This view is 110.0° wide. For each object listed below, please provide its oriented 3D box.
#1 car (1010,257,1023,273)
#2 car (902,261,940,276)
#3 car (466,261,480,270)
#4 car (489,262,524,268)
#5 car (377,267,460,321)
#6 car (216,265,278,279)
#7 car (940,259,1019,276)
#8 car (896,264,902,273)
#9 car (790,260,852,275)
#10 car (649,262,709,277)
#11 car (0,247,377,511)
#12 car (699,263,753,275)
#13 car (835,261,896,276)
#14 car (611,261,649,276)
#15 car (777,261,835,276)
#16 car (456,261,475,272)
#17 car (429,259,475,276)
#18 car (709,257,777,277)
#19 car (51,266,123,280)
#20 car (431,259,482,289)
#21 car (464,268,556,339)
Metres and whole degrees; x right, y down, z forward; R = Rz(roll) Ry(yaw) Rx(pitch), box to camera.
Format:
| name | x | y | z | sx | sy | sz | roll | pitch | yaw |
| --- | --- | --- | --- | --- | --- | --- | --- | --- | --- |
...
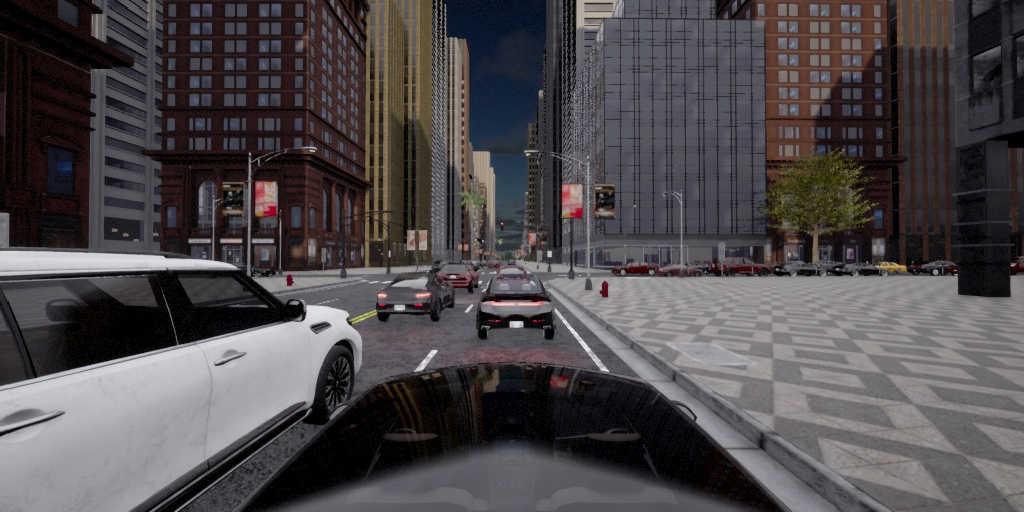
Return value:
| name | x | y | z | sx | sy | sz | roll | pitch | yaw |
| --- | --- | --- | --- | --- | --- | --- | --- | --- | --- |
| car | 49.119 | 0.973 | 33.487 | 5.009 | 1.841 | 2.192 | 0 | 0 | -1 |
| car | 42.828 | 1.206 | 36.010 | 4.892 | 1.490 | 1.837 | 0 | -1 | -1 |
| car | -6.623 | 1.561 | 61.287 | 1.812 | 1.442 | 4.674 | 0 | 0 | 0 |
| car | -0.014 | 1.260 | 19.567 | 1.882 | 1.535 | 5.008 | 0 | 0 | 0 |
| car | -3.158 | 1.288 | 12.376 | 1.812 | 1.442 | 4.674 | 0 | 0 | 0 |
| car | -25.731 | 1.542 | 34.932 | 4.718 | 1.301 | 1.895 | 0 | -1 | 0 |
| car | 43.480 | 1.214 | 33.395 | 4.507 | 1.381 | 1.888 | 0 | 0 | -1 |
| car | 43.177 | 1.296 | 41.915 | 4.829 | 1.417 | 1.751 | 0 | 0 | -1 |
| car | 33.566 | 1.251 | 38.998 | 4.902 | 1.511 | 2.128 | 0 | -1 | -1 |
| car | 15.292 | 1.328 | 32.935 | 4.207 | 1.307 | 1.802 | 0 | 0 | -1 |
| car | -3.155 | 0.972 | 2.597 | 2.150 | 2.045 | 5.566 | 0 | 0 | 0 |
| car | 23.155 | 1.389 | 38.835 | 4.718 | 1.301 | 1.895 | 0 | -1 | -1 |
| car | 32.204 | 1.260 | 33.210 | 4.313 | 1.339 | 1.948 | 0 | 0 | -1 |
| car | 13.238 | 1.299 | 38.687 | 5.008 | 1.535 | 1.882 | 0 | -1 | -2 |
| car | 26.567 | 1.276 | 33.118 | 4.313 | 1.339 | 1.948 | 0 | 0 | -1 |
| car | -6.636 | 1.463 | 52.188 | 2.128 | 1.511 | 4.902 | 0 | 0 | 0 |
| car | -6.592 | 1.237 | 39.391 | 4.553 | 1.767 | 2.097 | 1 | -1 | -40 |
| car | 20.930 | 1.041 | 33.027 | 5.009 | 1.841 | 2.192 | 0 | 0 | -1 |
| car | -41.343 | 1.614 | 34.937 | 4.718 | 1.301 | 1.895 | 0 | -1 | 0 |
| car | -3.164 | 1.142 | 21.356 | 2.097 | 1.767 | 4.553 | 0 | 0 | 0 |
| car | 0.093 | 1.249 | 10.066 | 2.128 | 1.511 | 4.902 | 0 | 0 | 0 |
